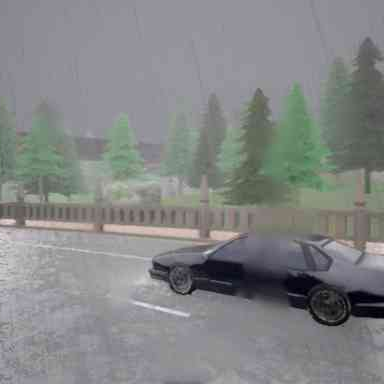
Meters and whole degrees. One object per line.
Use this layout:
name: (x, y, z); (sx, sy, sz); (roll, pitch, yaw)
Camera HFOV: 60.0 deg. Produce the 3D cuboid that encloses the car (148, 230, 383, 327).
car: (1.623, 1.520, 6.947); (5.357, 1.411, 2.033); (0, 0, 34)
